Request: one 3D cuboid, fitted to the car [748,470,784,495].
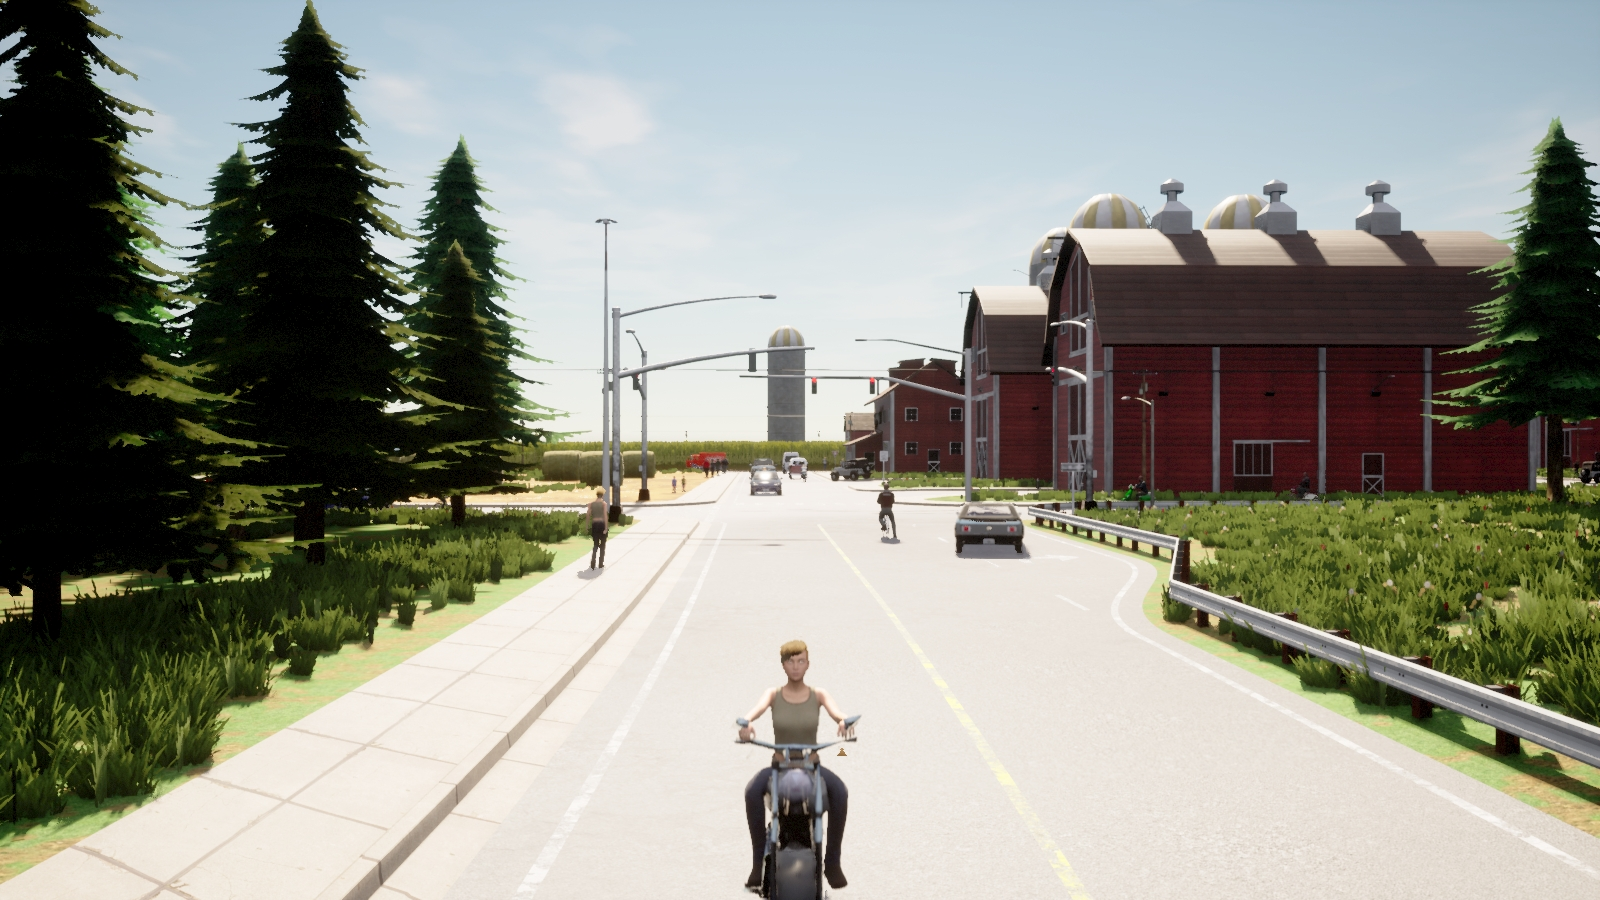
[{"bbox_3d":[-2.153,2.036,72.119,2.163,1.488,4.792,0,0,-2],"label":"car"}]

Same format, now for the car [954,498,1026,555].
[{"bbox_3d":[5.419,2.130,32.753,1.895,1.301,4.718,0,0,9],"label":"car"}]

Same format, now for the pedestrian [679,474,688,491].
[{"bbox_3d":[-7.395,2.054,72.611,0.500,1.100,0.500,0,0,6],"label":"pedestrian"}]

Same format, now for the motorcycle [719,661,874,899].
[{"bbox_3d":[-0.026,2.129,6.789,0.764,1.307,2.356,0,0,0],"label":"motorcycle"}]

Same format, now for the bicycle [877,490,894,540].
[{"bbox_3d":[2.689,2.036,36.060,0.329,1.471,1.835,0,0,-2],"label":"bicycle"}]

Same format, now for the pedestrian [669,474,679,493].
[{"bbox_3d":[-7.717,2.054,70.010,0.500,1.100,0.500,0,0,1],"label":"pedestrian"}]

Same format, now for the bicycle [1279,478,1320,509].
[{"bbox_3d":[23.637,2.064,54.072,1.835,1.471,0.329,0,0,-1],"label":"bicycle"}]

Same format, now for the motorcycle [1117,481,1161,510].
[{"bbox_3d":[15.989,2.145,53.899,1.805,1.316,0.856,0,0,-1],"label":"motorcycle"}]

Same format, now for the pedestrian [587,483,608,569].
[{"bbox_3d":[-4.460,1.671,25.171,0.375,1.860,0.375,0,0,8],"label":"pedestrian"}]
